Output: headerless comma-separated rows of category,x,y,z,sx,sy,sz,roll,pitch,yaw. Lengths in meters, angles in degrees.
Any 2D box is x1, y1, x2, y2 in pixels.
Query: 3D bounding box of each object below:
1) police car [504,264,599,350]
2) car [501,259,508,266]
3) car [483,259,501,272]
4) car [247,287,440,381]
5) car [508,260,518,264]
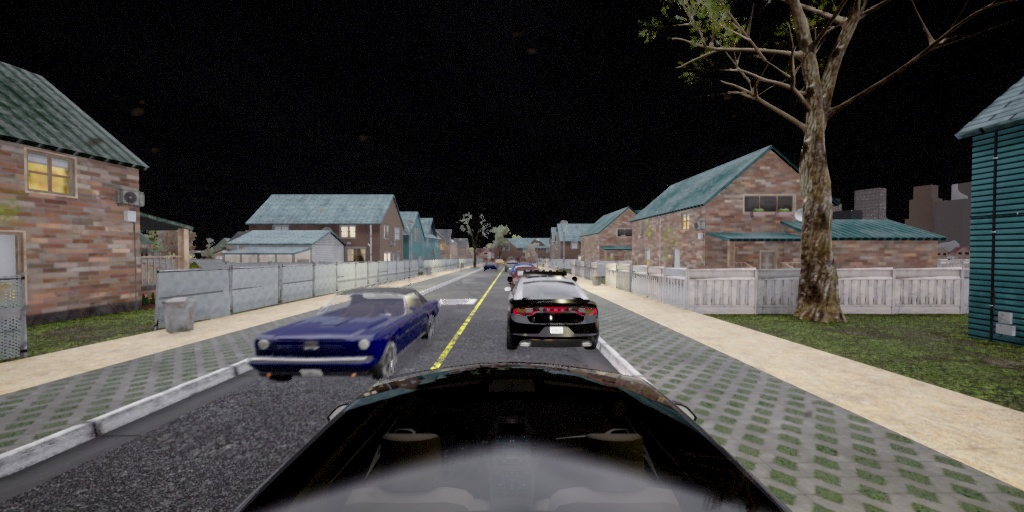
police car,0.826,1.175,9.238,1.930,1.638,5.238,0,0,0
car,0.031,1.302,47.617,2.128,1.511,4.902,0,0,0
car,-2.855,1.413,48.309,1.895,1.301,4.718,0,0,0
car,-2.849,1.349,7.292,1.895,1.301,4.718,0,0,0
car,0.823,1.242,25.132,1.882,1.535,5.008,0,0,0
